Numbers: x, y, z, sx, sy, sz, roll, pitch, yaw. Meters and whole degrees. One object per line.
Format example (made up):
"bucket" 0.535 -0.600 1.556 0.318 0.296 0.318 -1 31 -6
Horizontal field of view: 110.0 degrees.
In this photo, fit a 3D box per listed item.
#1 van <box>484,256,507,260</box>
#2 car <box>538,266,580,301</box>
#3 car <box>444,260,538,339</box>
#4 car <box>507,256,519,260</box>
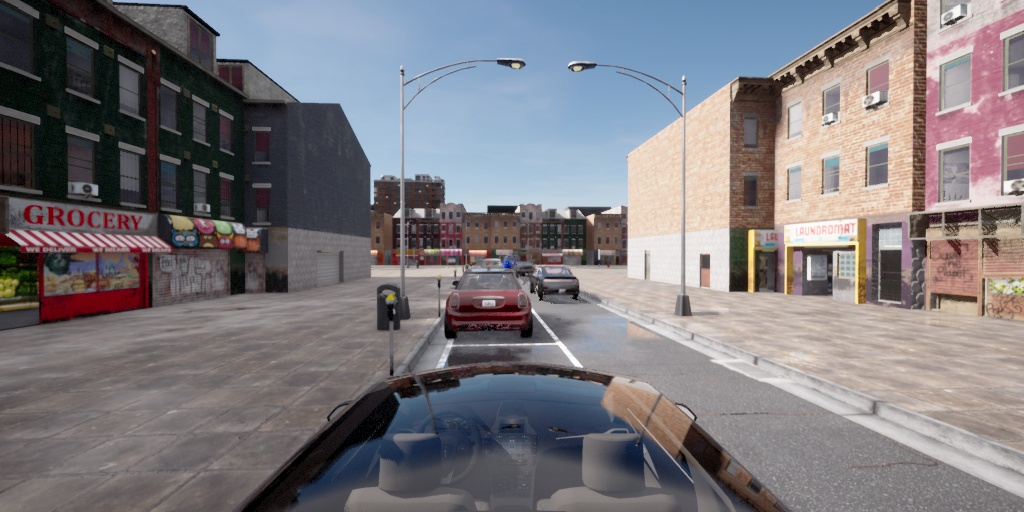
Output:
"van" -1.505 1.093 27.174 1.690 1.789 3.998 0 0 -4
"car" 1.925 1.241 17.403 2.128 1.511 4.902 0 0 -4
"car" -0.676 1.101 10.314 2.097 1.767 4.553 0 0 -4
"car" -0.092 0.984 44.821 2.150 2.045 5.566 0 0 -4
